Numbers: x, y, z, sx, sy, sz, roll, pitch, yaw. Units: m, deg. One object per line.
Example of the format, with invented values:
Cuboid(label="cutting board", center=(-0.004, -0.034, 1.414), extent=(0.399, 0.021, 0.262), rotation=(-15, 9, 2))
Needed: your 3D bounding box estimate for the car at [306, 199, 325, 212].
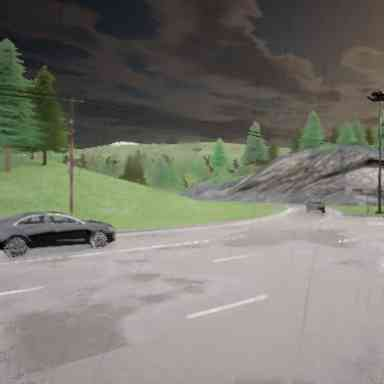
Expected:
Cuboid(label="car", center=(14.198, 1.499, 38.212), extent=(2.128, 1.511, 4.902), rotation=(0, 0, 19))

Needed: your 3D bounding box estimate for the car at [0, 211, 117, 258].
Cuboid(label="car", center=(-5.366, 1.491, 12.837), extent=(4.902, 1.511, 2.128), rotation=(0, 0, -36))
